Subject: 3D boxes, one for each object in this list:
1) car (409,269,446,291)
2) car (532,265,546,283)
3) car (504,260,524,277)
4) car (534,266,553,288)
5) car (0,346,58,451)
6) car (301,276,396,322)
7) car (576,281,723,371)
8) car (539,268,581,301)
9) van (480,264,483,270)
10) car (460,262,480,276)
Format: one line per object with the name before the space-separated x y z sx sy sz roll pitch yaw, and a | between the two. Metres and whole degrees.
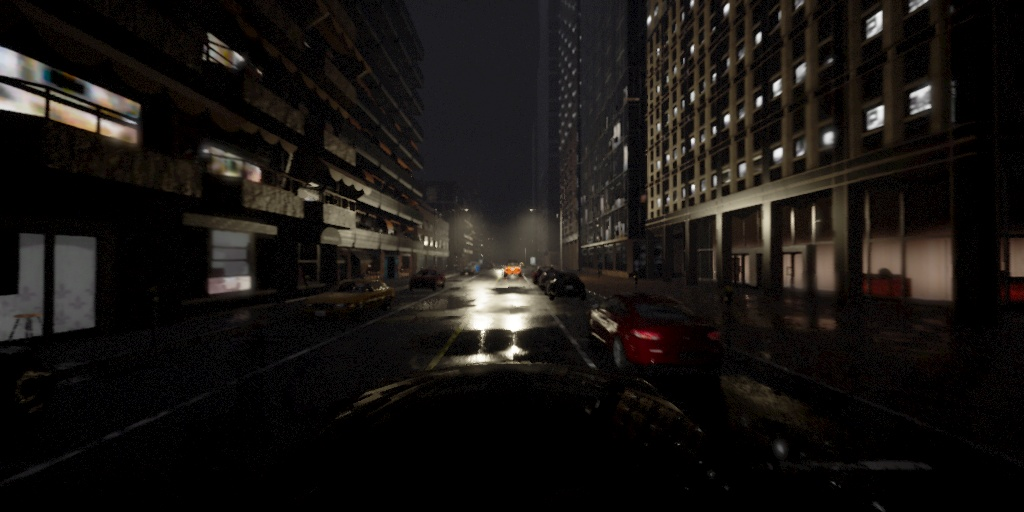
car | -5.685 1.575 24.508 1.888 1.381 4.507 0 0 0
car | 2.696 1.539 30.153 1.967 1.591 4.097 0 0 0
car | 0.111 1.639 45.056 2.097 1.767 4.553 0 -1 0
car | 2.695 1.611 24.506 1.802 1.307 4.207 0 0 0
car | -5.690 1.303 1.915 2.007 1.370 4.403 0 0 0
car | -5.688 1.415 13.041 1.751 1.417 4.829 0 0 0
car | 2.691 1.402 7.561 1.802 1.307 4.207 0 0 0
car | 2.694 1.525 18.857 1.948 1.339 4.313 0 0 0
van | -5.679 1.724 52.749 1.690 1.789 3.998 0 0 0
car | -5.681 1.878 47.100 1.948 1.339 4.313 0 0 0
